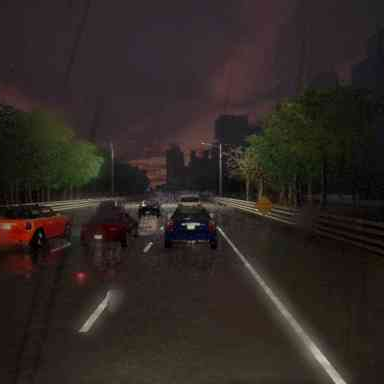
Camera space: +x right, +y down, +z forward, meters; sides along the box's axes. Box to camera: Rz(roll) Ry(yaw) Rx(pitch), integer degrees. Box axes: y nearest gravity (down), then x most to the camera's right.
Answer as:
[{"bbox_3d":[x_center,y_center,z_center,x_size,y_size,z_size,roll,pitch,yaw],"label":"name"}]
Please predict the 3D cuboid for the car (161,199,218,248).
[{"bbox_3d":[-0.052,1.368,14.840,2.097,1.767,4.553,0,0,0],"label":"car"}]

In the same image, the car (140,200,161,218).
[{"bbox_3d":[-3.708,1.502,29.881,2.128,1.511,4.902,0,0,-1],"label":"car"}]

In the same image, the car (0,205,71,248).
[{"bbox_3d":[-7.052,1.368,14.791,2.097,1.767,4.553,0,0,0],"label":"car"}]

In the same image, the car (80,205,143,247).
[{"bbox_3d":[-3.552,1.535,14.846,1.812,1.442,4.674,0,0,0],"label":"car"}]

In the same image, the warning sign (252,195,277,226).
[{"bbox_3d":[4.460,1.117,20.592,1.300,1.860,1.060,1,1,-1],"label":"warning sign"}]

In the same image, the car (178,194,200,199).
[{"bbox_3d":[-0.208,1.264,29.959,2.150,2.045,5.566,0,0,-1],"label":"car"}]

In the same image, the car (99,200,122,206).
[{"bbox_3d":[-7.207,1.524,29.834,1.837,1.490,4.892,0,0,-1],"label":"car"}]
